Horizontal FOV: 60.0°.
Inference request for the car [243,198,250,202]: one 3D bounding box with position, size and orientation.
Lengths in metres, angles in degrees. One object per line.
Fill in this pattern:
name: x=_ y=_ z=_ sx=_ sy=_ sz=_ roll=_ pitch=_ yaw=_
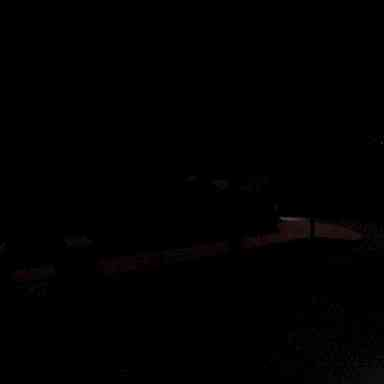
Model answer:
car: x=4.470 y=1.309 z=29.703 sx=4.553 sy=1.767 sz=2.097 roll=0 pitch=0 yaw=42
